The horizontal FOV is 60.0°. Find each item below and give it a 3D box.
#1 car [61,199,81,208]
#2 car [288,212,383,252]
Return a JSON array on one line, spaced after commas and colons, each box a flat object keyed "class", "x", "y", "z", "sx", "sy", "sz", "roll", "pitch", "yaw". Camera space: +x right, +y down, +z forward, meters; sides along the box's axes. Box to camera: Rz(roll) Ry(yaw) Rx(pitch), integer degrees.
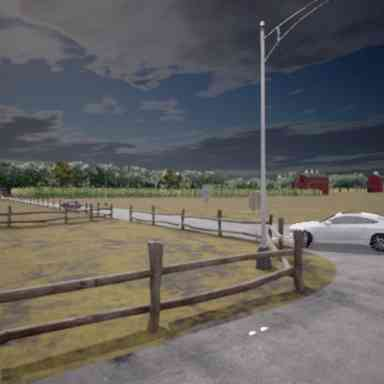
[{"class": "car", "x": -18.360, "y": 1.751, "z": 50.221, "sx": 2.033, "sy": 1.411, "sz": 5.357, "roll": -1, "pitch": 1, "yaw": -35}, {"class": "car", "x": 6.509, "y": 1.597, "z": 14.141, "sx": 4.674, "sy": 1.442, "sz": 1.812, "roll": -1, "pitch": 0, "yaw": 27}]
